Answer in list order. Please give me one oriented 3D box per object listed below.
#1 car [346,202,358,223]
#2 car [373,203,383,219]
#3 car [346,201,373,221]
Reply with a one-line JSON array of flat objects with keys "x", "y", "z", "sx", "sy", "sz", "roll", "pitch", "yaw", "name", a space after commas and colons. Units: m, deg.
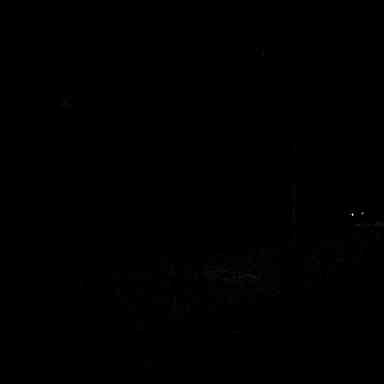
[{"x": 9.347, "y": 1.540, "z": 24.374, "sx": 1.947, "sy": 1.339, "sz": 4.313, "roll": 0, "pitch": 0, "yaw": -35, "name": "car"}, {"x": 15.885, "y": 1.581, "z": 29.030, "sx": 1.947, "sy": 1.339, "sz": 4.313, "roll": 0, "pitch": 0, "yaw": -35, "name": "car"}, {"x": 10.885, "y": 1.209, "z": 26.595, "sx": 2.150, "sy": 2.045, "sz": 5.566, "roll": 0, "pitch": 0, "yaw": -35, "name": "car"}]
